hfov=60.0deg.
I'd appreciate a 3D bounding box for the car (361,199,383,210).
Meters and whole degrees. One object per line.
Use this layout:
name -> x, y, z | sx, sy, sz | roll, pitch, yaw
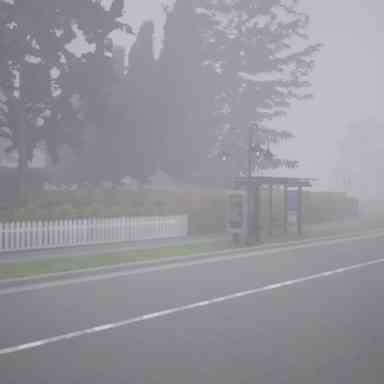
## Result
car -> 26.420, 1.791, 47.769 | 1.837, 1.490, 4.892 | 1, -1, -8
